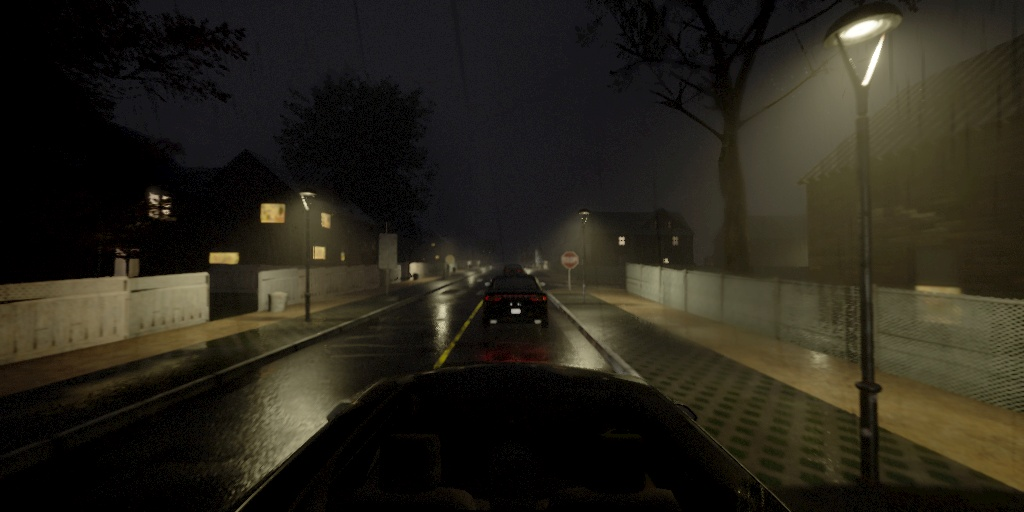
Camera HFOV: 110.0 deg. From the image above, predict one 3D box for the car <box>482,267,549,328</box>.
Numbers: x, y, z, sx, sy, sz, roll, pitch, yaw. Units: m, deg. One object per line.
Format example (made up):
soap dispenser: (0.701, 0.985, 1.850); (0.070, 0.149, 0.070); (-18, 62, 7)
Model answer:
car: (0.099, 1.296, 11.755); (1.882, 1.535, 5.008); (0, 0, 0)

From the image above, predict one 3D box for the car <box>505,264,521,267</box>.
car: (0.103, 1.446, 31.863); (1.882, 1.535, 5.008); (0, 0, 0)
